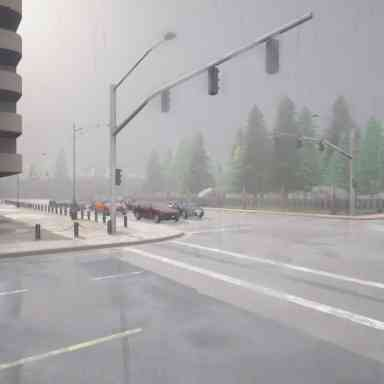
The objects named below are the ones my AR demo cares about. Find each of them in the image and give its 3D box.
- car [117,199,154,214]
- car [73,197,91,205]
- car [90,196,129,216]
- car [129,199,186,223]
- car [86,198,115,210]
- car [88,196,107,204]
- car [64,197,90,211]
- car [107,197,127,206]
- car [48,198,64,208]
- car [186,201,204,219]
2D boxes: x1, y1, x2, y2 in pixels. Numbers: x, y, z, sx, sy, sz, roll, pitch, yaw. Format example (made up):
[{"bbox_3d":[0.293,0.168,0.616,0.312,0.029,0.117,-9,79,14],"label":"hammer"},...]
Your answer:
[{"bbox_3d":[-6.407,1.547,37.203,2.128,1.511,4.902,0,0,-36],"label":"car"},{"bbox_3d":[-20.823,1.656,62.939,1.895,1.301,4.718,0,0,-36],"label":"car"},{"bbox_3d":[-8.343,1.407,33.925,2.097,1.767,4.553,0,0,-36],"label":"car"},{"bbox_3d":[-2.876,1.533,26.530,1.882,1.535,5.008,0,0,-36],"label":"car"},{"bbox_3d":[-12.572,1.603,45.560,2.033,1.411,5.357,0,0,-36],"label":"car"},{"bbox_3d":[-18.755,1.547,66.031,2.128,1.511,4.902,0,0,-36],"label":"car"},{"bbox_3d":[-13.770,1.547,41.287,2.128,1.511,4.902,0,0,-36],"label":"car"},{"bbox_3d":[-13.245,1.581,58.590,1.812,1.442,4.674,0,0,-36],"label":"car"},{"bbox_3d":[-20.040,1.603,49.838,2.033,1.411,5.357,0,0,-36],"label":"car"},{"bbox_3d":[-0.891,1.547,29.735,2.128,1.511,4.902,0,0,-36],"label":"car"}]
